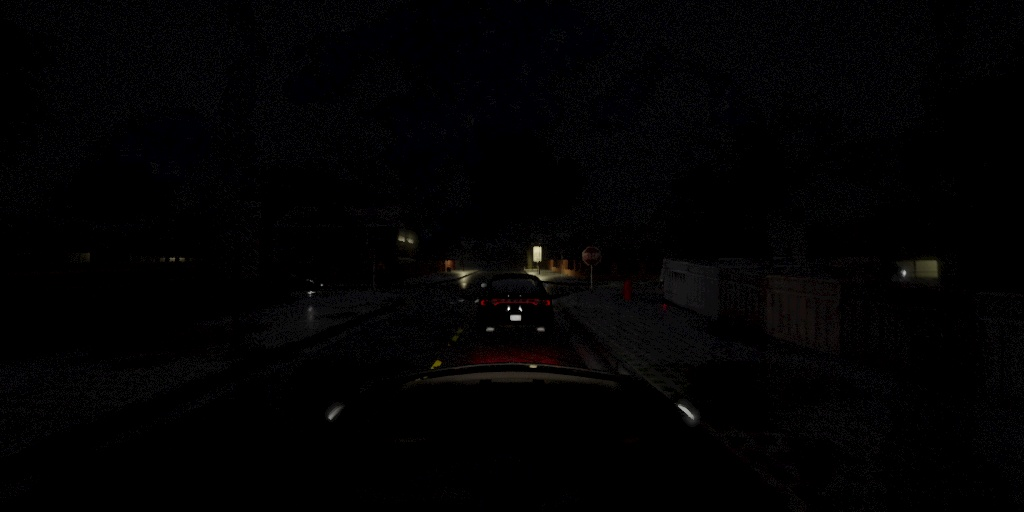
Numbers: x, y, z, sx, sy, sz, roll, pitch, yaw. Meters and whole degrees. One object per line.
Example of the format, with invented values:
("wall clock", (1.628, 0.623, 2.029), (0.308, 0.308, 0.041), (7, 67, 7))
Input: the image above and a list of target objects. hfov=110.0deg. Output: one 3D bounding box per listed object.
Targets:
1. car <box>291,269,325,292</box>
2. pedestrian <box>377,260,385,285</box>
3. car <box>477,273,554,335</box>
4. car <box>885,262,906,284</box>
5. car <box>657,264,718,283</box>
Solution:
("car", (-13.337, 1.423, 20.764), (4.674, 1.442, 1.812), (-1, -2, 0))
("pedestrian", (-9.716, 1.200, 26.614), (0.375, 1.860, 0.375), (0, -1, 1))
("car", (0.080, 1.241, 10.573), (1.882, 1.535, 5.008), (0, 0, 0))
("car", (22.567, 1.044, 23.337), (4.892, 1.490, 1.837), (-1, -2, 0))
("car", (10.887, 1.106, 20.515), (4.674, 1.442, 1.812), (-1, -2, 1))
